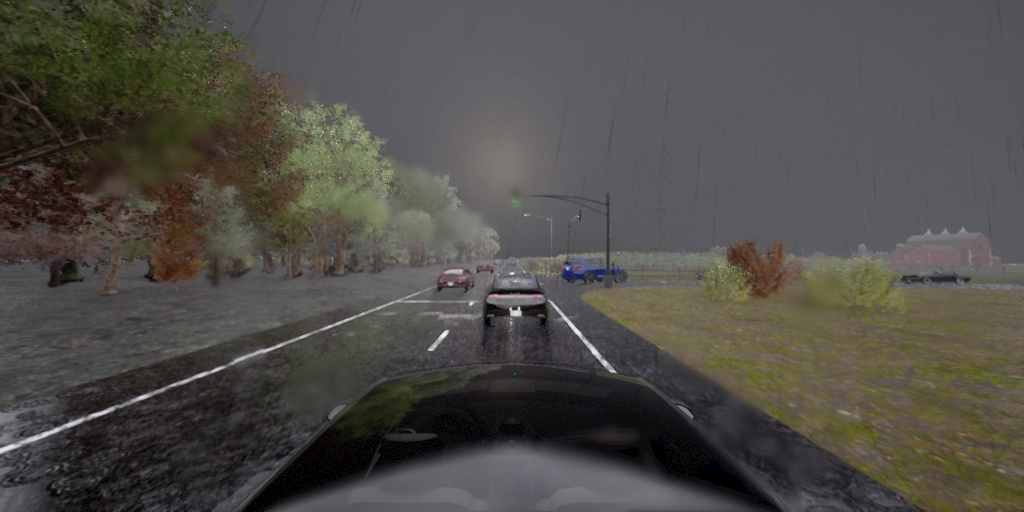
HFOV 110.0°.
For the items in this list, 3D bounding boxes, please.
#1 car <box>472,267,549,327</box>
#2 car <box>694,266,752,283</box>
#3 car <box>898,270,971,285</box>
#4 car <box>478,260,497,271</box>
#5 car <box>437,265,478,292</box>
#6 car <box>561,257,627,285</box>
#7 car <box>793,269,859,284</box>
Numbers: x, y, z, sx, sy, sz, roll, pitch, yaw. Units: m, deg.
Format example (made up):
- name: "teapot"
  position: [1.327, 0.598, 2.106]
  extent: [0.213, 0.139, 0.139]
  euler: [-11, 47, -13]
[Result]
- name: "car"
  position: [0.101, 1.285, 11.753]
  extent: [2.128, 1.511, 4.902]
  euler: [0, 0, 0]
- name: "car"
  position: [19.383, 1.650, 32.925]
  extent: [4.892, 1.490, 1.837]
  euler: [1, -1, 0]
- name: "car"
  position: [38.563, 1.955, 32.828]
  extent: [4.718, 1.301, 1.895]
  euler: [1, -1, 0]
- name: "car"
  position: [-3.404, 1.291, 46.649]
  extent: [2.097, 1.767, 4.553]
  euler: [0, 0, 0]
- name: "car"
  position: [-3.399, 1.364, 22.109]
  extent: [1.812, 1.442, 4.674]
  euler: [0, 0, 0]
- name: "car"
  position: [6.379, 1.110, 27.714]
  extent: [5.566, 2.045, 2.150]
  euler: [1, -3, -32]
- name: "car"
  position: [28.705, 1.847, 32.878]
  extent: [4.718, 1.301, 1.895]
  euler: [1, -1, 0]
